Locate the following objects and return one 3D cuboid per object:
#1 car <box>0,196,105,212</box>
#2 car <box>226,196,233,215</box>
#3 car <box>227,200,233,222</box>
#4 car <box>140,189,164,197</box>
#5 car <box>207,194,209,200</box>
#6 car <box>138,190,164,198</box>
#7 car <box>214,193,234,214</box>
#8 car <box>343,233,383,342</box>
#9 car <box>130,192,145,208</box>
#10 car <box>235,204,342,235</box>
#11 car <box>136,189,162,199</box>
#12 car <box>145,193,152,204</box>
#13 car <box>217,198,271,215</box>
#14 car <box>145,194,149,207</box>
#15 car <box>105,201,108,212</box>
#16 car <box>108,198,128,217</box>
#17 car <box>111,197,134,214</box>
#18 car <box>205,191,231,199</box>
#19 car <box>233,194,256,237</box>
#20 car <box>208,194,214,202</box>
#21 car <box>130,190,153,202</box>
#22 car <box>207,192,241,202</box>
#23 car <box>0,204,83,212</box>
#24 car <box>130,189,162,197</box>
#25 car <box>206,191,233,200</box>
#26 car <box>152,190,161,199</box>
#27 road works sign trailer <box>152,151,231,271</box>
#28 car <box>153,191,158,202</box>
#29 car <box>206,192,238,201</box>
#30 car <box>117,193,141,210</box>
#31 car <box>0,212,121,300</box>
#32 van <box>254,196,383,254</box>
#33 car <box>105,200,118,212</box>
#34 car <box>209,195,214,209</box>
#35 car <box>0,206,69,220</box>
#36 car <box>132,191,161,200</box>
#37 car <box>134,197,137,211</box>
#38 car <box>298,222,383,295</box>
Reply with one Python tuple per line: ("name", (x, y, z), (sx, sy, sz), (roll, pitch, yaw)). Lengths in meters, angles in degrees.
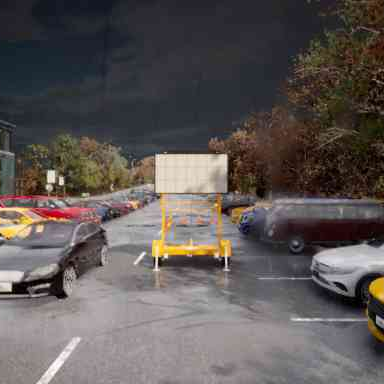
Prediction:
("car", (-8.041, 1.230, 18.321), (5.566, 2.045, 2.435), (0, 0, 0))
("car", (5.032, 1.349, 24.076), (4.553, 1.767, 2.185), (0, 0, 0))
("car", (5.000, 1.480, 21.291), (5.008, 1.535, 2.097), (0, 0, 0))
("car", (-8.181, 0.255, 68.459), (4.792, 1.488, 2.163), (0, 3, 0))
("car", (4.959, 1.134, 46.386), (5.008, 1.535, 2.097), (0, 2, 0))
("car", (-8.118, 0.394, 65.679), (4.792, 1.488, 2.163), (0, 3, 0))
("car", (5.020, 1.189, 29.656), (5.566, 2.045, 2.435), (0, 1, 0))
("car", (5.038, 1.481, 4.458), (5.008, 1.535, 2.097), (0, 0, 0))
("car", (-8.071, 1.204, 37.821), (4.553, 1.767, 2.185), (0, 1, 0))
("car", (5.195, 1.478, 18.383), (5.366, 1.575, 1.946), (0, 0, 0))
("car", (-8.112, 0.377, 62.889), (4.553, 1.767, 2.185), (0, 3, 0))
("car", (-8.140, 1.241, 43.397), (4.792, 1.488, 2.163), (0, 1, 0))
("car", (4.992, 1.410, 32.447), (5.008, 1.535, 2.097), (0, 1, 0))
("car", (-8.077, 1.304, 40.610), (4.792, 1.488, 2.163), (0, 1, 0))
("car", (-8.077, 1.521, 21.104), (4.674, 1.452, 2.002), (0, 0, 0))
("car", (-8.089, 1.463, 26.677), (5.008, 1.535, 2.097), (0, 0, 0))
("car", (-8.094, 1.442, 29.466), (5.008, 1.535, 2.097), (0, 1, 0))
("car", (4.939, 0.533, 63.112), (4.674, 1.452, 2.002), (0, 3, 0))
("car", (4.986, 1.230, 15.598), (5.566, 2.045, 2.435), (0, 0, 0))
("car", (4.963, 1.211, 43.469), (4.892, 1.521, 2.231), (0, 2, 0))
("car", (-8.147, 1.014, 46.180), (4.553, 1.767, 2.185), (0, 2, 0))
("car", (5.136, 0.863, 54.619), (5.366, 1.575, 1.946), (0, 2, 0))
("car", (-8.071, 1.481, 15.538), (5.008, 1.535, 2.097), (0, 0, 0))
("car", (-8.105, 0.504, 57.317), (5.566, 2.045, 2.435), (0, 2, 0))
("car", (4.970, 0.660, 60.203), (4.792, 1.488, 2.163), (0, 3, 0))
("car", (-8.135, 0.869, 54.540), (4.892, 1.521, 2.231), (0, 2, 0))
("road works sign trailer", (-0.018, 0.466, 10.893), (2.380, 3.560, 2.880), (0, 0, 0))
("car", (-8.154, 0.999, 51.764), (4.792, 1.488, 2.163), (0, 2, 0))
("car", (5.132, 0.750, 57.412), (5.366, 1.575, 1.946), (0, 2, 0))
("car", (-8.066, 1.250, 35.041), (4.553, 1.767, 2.185), (0, 1, 0))
("car", (-3.517, 1.493, 8.593), (2.128, 1.511, 4.902), (0, 0, 0))
("van", (4.903, 1.255, 12.812), (4.442, 1.987, 1.878), (0, 0, 0))
("car", (-8.108, 1.505, 23.890), (4.792, 1.488, 2.163), (0, 0, 0))
("car", (4.797, 1.369, 35.236), (5.366, 1.575, 1.946), (0, 1, 0))
("car", (-7.875, 1.478, 12.755), (5.366, 1.575, 1.946), (0, 0, 0))
("car", (-8.144, 0.633, 60.119), (5.008, 1.535, 2.097), (0, 2, 0))
("car", (-8.090, 1.453, 32.256), (4.674, 1.452, 2.002), (0, 0, 0))
("car", (5.031, 1.522, 7.243), (4.674, 1.452, 2.002), (0, 0, 0))
